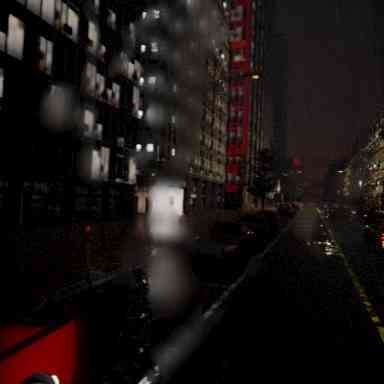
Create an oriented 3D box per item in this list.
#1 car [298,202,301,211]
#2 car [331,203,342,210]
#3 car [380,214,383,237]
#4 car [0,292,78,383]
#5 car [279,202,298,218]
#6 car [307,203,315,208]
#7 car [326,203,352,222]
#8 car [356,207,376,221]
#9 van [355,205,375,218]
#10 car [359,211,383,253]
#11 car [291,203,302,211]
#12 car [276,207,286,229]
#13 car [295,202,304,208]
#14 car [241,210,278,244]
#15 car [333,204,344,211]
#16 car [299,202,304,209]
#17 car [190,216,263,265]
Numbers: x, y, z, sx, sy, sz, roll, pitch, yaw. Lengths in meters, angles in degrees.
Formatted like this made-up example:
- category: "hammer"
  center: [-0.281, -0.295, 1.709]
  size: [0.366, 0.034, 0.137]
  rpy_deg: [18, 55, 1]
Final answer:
- category: "car"
  center: [14.787, 2.544, 49.652]
  size: [1.802, 1.307, 4.206]
  rpy_deg: [3, 0, 20]
- category: "car"
  center: [34.218, 3.457, 78.658]
  size: [2.008, 1.369, 4.403]
  rpy_deg: [3, 0, 20]
- category: "car"
  center: [13.009, 2.211, 20.175]
  size: [2.008, 1.369, 4.403]
  rpy_deg: [3, 0, 20]
- category: "car"
  center: [-2.564, 1.465, 1.800]
  size: [1.887, 1.381, 4.507]
  rpy_deg: [3, 0, 20]
- category: "car"
  center: [10.938, 2.174, 39.020]
  size: [1.967, 1.590, 4.097]
  rpy_deg: [3, 0, 20]
- category: "car"
  center: [31.142, 3.452, 86.893]
  size: [1.895, 1.301, 4.718]
  rpy_deg: [2, 0, 20]
- category: "car"
  center: [16.327, 2.399, 37.174]
  size: [1.882, 1.535, 5.008]
  rpy_deg: [2, 0, 21]
- category: "car"
  center: [16.864, 2.456, 30.808]
  size: [1.947, 1.339, 4.313]
  rpy_deg: [3, 0, 20]
- category: "van"
  center: [18.803, 2.347, 36.126]
  size: [1.690, 1.788, 3.998]
  rpy_deg: [3, 0, 20]
- category: "car"
  center: [9.359, 1.942, 15.623]
  size: [1.801, 1.575, 5.366]
  rpy_deg: [2, 0, 20]
- category: "car"
  center: [20.571, 2.883, 65.601]
  size: [1.802, 1.307, 4.206]
  rpy_deg: [3, 0, 20]
- category: "car"
  center: [5.147, 1.954, 23.067]
  size: [1.947, 1.339, 4.313]
  rpy_deg: [3, 0, 20]
- category: "car"
  center: [26.357, 3.200, 81.553]
  size: [1.947, 1.339, 4.313]
  rpy_deg: [3, 0, 20]
- category: "car"
  center: [3.220, 1.818, 17.750]
  size: [1.887, 1.381, 4.507]
  rpy_deg: [3, 0, 20]
- category: "car"
  center: [32.288, 3.377, 73.342]
  size: [1.802, 1.307, 4.206]
  rpy_deg: [3, 0, 20]
- category: "car"
  center: [18.651, 2.629, 60.286]
  size: [1.967, 1.590, 4.097]
  rpy_deg: [3, 0, 20]
- category: "car"
  center: [1.290, 1.738, 12.433]
  size: [1.802, 1.307, 4.206]
  rpy_deg: [3, 0, 20]
